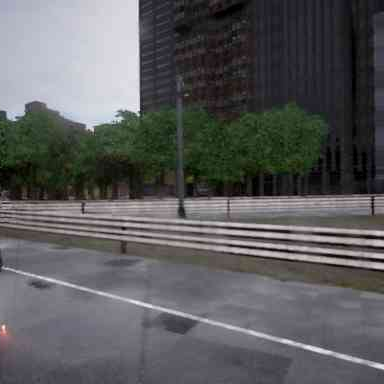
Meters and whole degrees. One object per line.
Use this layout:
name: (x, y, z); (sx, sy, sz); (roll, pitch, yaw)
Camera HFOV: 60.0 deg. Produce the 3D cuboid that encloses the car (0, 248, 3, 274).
car: (-6.705, 1.577, 8.738); (4.674, 1.442, 1.812); (0, 0, 37)
